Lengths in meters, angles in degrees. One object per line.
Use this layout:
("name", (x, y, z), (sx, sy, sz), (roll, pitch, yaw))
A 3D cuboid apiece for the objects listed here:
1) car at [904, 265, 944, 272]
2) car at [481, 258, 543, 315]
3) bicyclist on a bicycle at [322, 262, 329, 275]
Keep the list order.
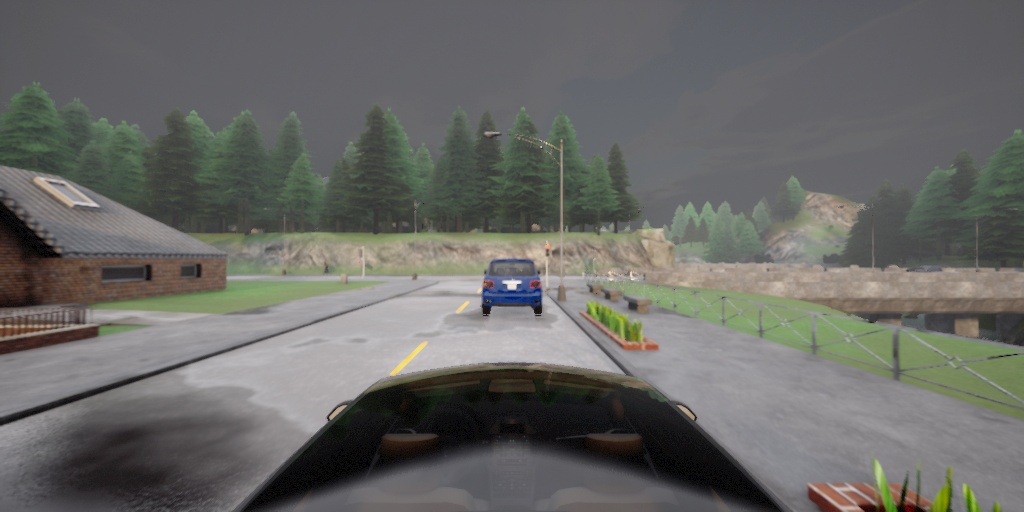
("car", (48.388, 1.743, 41.750), (4.181, 1.385, 1.994), (0, -1, 0))
("car", (0.015, 1.110, 14.394), (2.150, 2.045, 5.566), (0, 0, 0))
("bicyclist on a bicycle", (-23.931, 1.570, 46.056), (0.582, 1.620, 1.656), (0, 0, 0))
